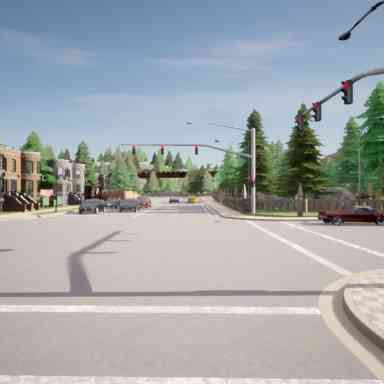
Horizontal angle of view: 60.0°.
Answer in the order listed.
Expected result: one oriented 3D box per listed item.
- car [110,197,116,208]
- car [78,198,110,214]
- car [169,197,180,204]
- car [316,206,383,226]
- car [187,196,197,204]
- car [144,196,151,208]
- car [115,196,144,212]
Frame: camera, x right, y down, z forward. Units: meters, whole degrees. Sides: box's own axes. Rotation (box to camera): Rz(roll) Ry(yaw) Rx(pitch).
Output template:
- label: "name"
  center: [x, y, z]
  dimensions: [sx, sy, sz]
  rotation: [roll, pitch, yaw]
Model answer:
- label: "car"
  center: [-10.597, 1.491, 44.980]
  dimensions: [2.128, 1.511, 4.902]
  rotation: [0, 0, 0]
- label: "car"
  center: [-10.595, 1.505, 35.564]
  dimensions: [1.837, 1.490, 4.892]
  rotation: [0, 0, 0]
- label: "car"
  center: [-3.437, 1.601, 65.254]
  dimensions: [1.895, 1.301, 4.718]
  rotation: [0, 0, 0]
- label: "car"
  center: [11.176, 1.601, 22.934]
  dimensions: [4.718, 1.301, 1.895]
  rotation: [0, 0, 2]
- label: "car"
  center: [0.063, 1.477, 64.966]
  dimensions: [1.882, 1.535, 5.008]
  rotation: [0, 0, 0]
- label: "car"
  center: [-7.082, 1.352, 47.478]
  dimensions: [2.097, 1.767, 4.553]
  rotation: [0, 0, 0]
- label: "car"
  center: [-7.085, 1.505, 38.277]
  dimensions: [1.837, 1.490, 4.892]
  rotation: [0, 0, 0]
